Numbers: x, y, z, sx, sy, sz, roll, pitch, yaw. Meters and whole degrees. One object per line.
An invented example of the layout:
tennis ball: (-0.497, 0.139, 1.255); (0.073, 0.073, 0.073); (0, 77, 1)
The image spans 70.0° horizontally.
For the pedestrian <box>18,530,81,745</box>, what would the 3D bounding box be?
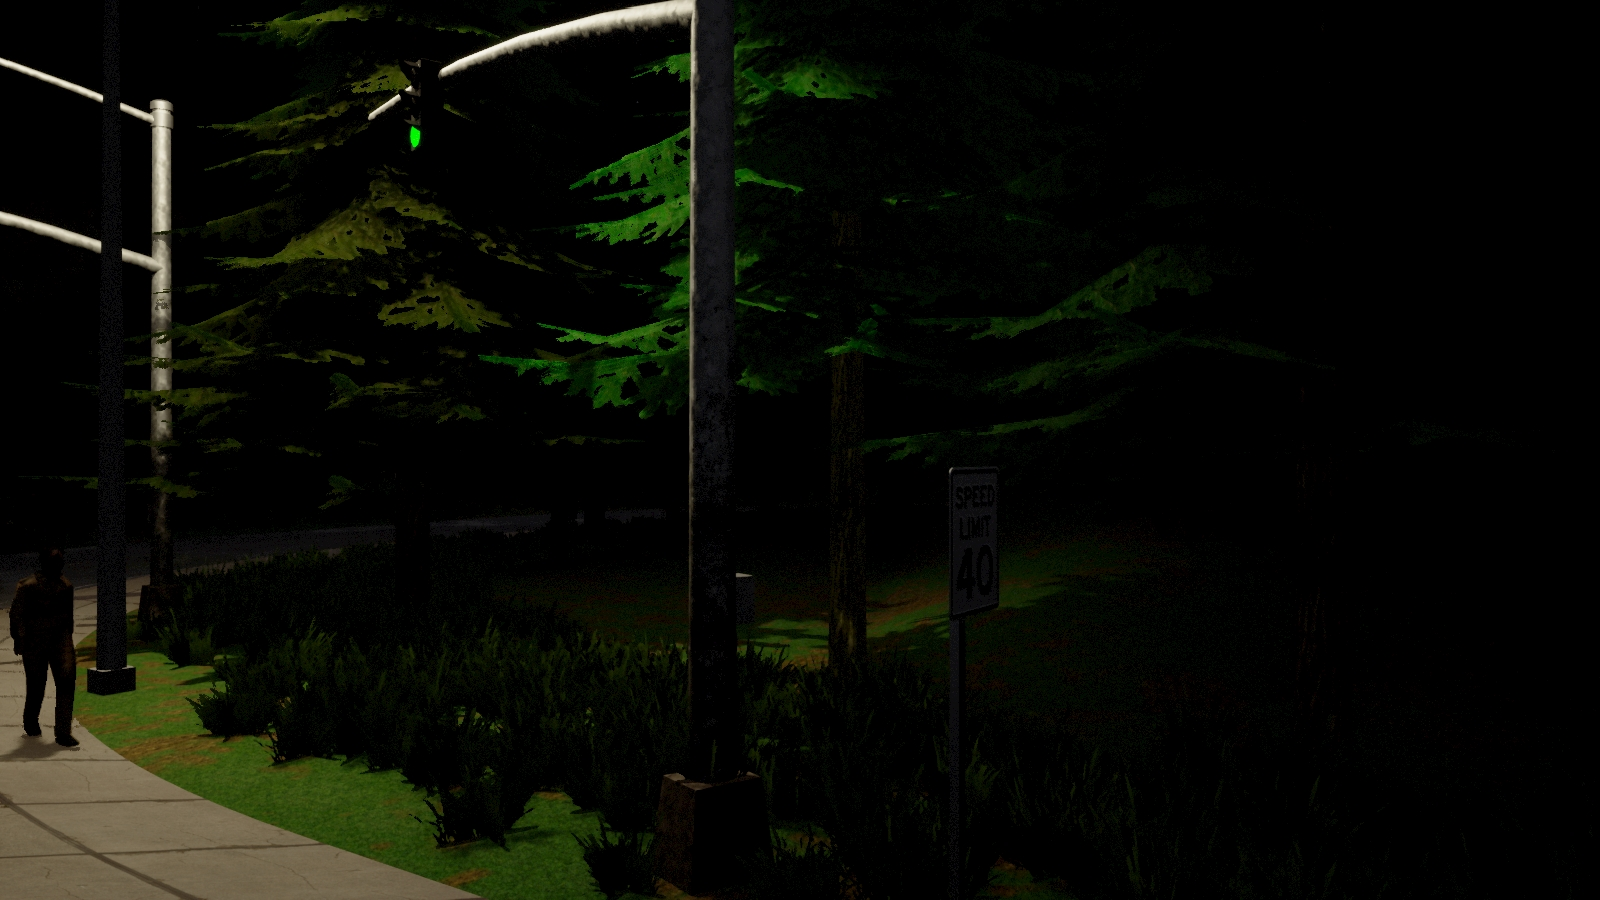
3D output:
pedestrian: (-6.800, 1.671, 10.351); (0.375, 1.860, 0.375); (0, 0, 37)
